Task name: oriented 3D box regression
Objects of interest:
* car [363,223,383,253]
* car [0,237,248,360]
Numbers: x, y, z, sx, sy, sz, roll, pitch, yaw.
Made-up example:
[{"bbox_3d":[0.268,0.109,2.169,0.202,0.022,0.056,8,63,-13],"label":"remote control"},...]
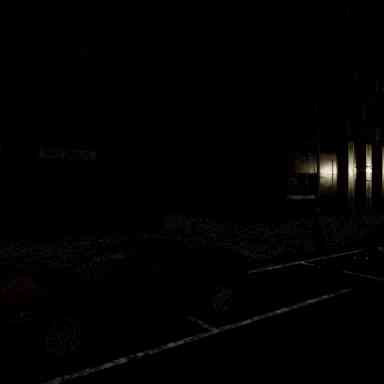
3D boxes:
[{"bbox_3d":[8.198,1.567,12.462,4.313,1.339,1.947,0,0,-35],"label":"car"},{"bbox_3d":[-0.994,1.545,5.936,4.507,1.381,1.887,0,0,-35],"label":"car"}]
